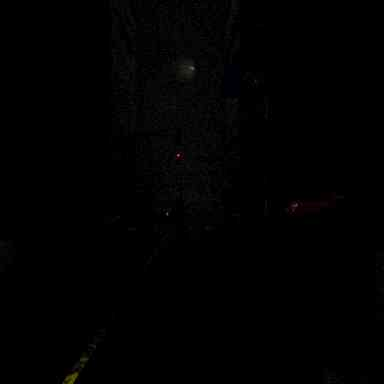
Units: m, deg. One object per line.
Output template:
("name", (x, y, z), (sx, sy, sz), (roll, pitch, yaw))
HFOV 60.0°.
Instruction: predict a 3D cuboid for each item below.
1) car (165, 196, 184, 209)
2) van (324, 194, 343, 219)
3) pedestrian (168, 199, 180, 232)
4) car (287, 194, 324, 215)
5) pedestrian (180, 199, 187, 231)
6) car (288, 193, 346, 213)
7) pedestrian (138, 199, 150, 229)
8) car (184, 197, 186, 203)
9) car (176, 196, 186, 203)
("car", (-2.585, 1.553, 45.499), (1.994, 1.385, 4.181), (0, 0, 1))
("van", (12.383, 1.198, 24.825), (3.998, 1.788, 1.690), (-1, 1, 1))
("pedestrian", (-1.030, 1.286, 18.665), (0.375, 1.860, 0.375), (0, 0, 1))
("car", (11.117, 1.183, 30.647), (4.553, 1.767, 2.097), (-1, 0, -2))
("pedestrian", (-0.616, 1.286, 19.259), (0.375, 1.860, 0.375), (0, 0, 1))
("car", (12.456, 1.110, 33.349), (5.009, 1.841, 2.192), (-1, 1, 1))
("pedestrian", (-2.871, 1.286, 19.883), (0.375, 1.860, 0.375), (0, 0, 1))
("car", (-2.462, 1.542, 56.035), (2.033, 1.411, 5.357), (0, 0, 1))
("car", (-2.227, 1.573, 69.109), (1.994, 1.385, 4.181), (0, 0, 1))
